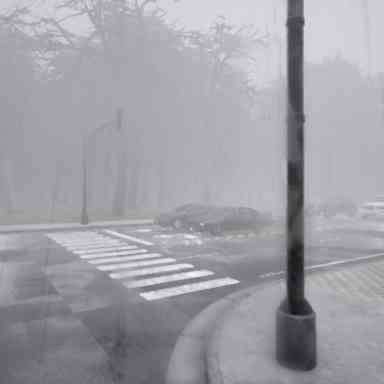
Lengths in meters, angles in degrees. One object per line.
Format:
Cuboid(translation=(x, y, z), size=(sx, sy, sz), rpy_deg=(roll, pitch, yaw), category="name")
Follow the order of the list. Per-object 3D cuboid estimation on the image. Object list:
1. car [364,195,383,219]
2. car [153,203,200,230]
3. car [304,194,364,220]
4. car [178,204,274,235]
Cuboid(translation=(16.370, 1.232, 27.839), size=(5.566, 2.045, 2.150), rpy_deg=(0, 0, -33), category="car")
Cuboid(translation=(-0.105, 1.507, 21.143), size=(4.892, 1.490, 1.837), rpy_deg=(0, 0, -34), category="car")
Cuboid(translation=(12.113, 1.229, 28.972), size=(5.566, 2.045, 2.150), rpy_deg=(-1, 1, -33), category="car")
Cuboid(translation=(2.185, 1.542, 18.741), size=(5.357, 1.411, 2.033), rpy_deg=(0, 0, -33), category="car")
